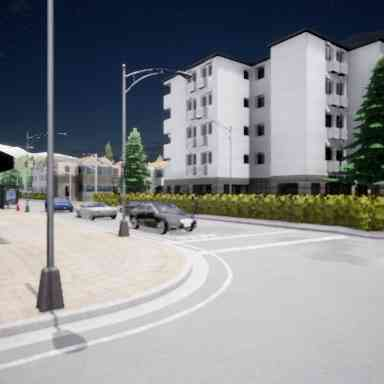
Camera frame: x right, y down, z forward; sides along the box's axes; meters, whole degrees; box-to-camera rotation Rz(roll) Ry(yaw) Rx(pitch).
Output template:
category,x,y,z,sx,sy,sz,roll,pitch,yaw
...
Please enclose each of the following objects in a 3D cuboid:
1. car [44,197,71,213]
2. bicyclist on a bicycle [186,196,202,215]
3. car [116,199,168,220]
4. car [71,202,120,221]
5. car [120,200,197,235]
category,x,y,z,sx,sy,sz,roll,pitch,yaw
car,-13.854,1.306,34.430,1.882,1.535,5.008,0,0,-36
bicyclist on a bicycle,0.169,1.134,27.959,1.656,1.620,0.582,0,0,-36
car,-4.254,1.378,27.609,2.033,1.411,5.357,0,0,-36
car,-7.419,1.430,25.649,1.895,1.301,4.718,0,0,-36
car,-1.679,1.320,17.844,2.128,1.511,4.902,0,0,-36
